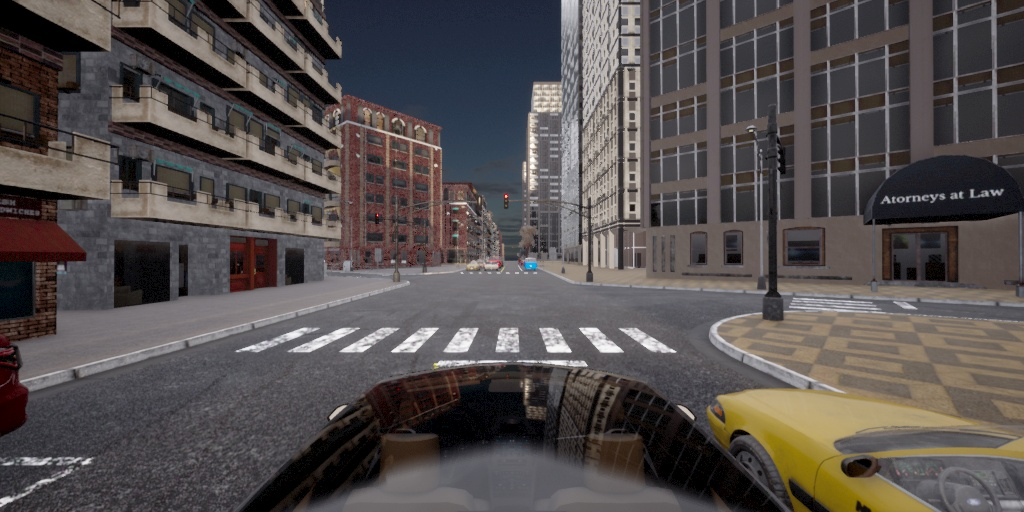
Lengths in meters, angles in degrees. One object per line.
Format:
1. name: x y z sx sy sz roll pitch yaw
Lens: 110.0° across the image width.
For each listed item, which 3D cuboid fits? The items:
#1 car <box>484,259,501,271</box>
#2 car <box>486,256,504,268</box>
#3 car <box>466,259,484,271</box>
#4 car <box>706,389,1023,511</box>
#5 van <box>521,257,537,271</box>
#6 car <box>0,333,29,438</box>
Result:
1. car: -2.862 1.391 50.178 1.895 1.301 4.718 0 0 -2
2. car: -2.848 1.031 59.686 2.150 2.045 5.566 0 0 0
3. car: -5.328 1.315 49.895 1.751 1.417 4.829 0 0 0
4. car: 2.566 1.275 1.244 1.751 1.417 4.829 0 0 0
5. van: 2.552 1.130 50.067 1.690 1.789 3.998 0 0 0
6. car: -5.314 1.065 1.065 2.192 1.841 5.009 0 0 0
